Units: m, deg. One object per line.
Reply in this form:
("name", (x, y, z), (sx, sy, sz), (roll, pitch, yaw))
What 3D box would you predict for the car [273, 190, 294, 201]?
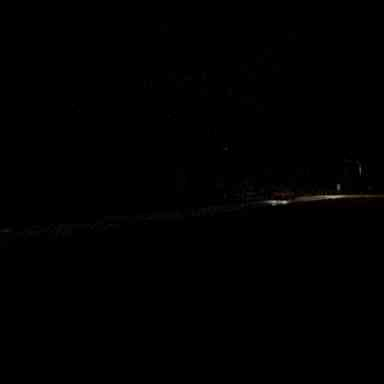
("car", (13.779, 0.463, 49.795), (1.882, 1.535, 5.008), (-1, 0, 35))
